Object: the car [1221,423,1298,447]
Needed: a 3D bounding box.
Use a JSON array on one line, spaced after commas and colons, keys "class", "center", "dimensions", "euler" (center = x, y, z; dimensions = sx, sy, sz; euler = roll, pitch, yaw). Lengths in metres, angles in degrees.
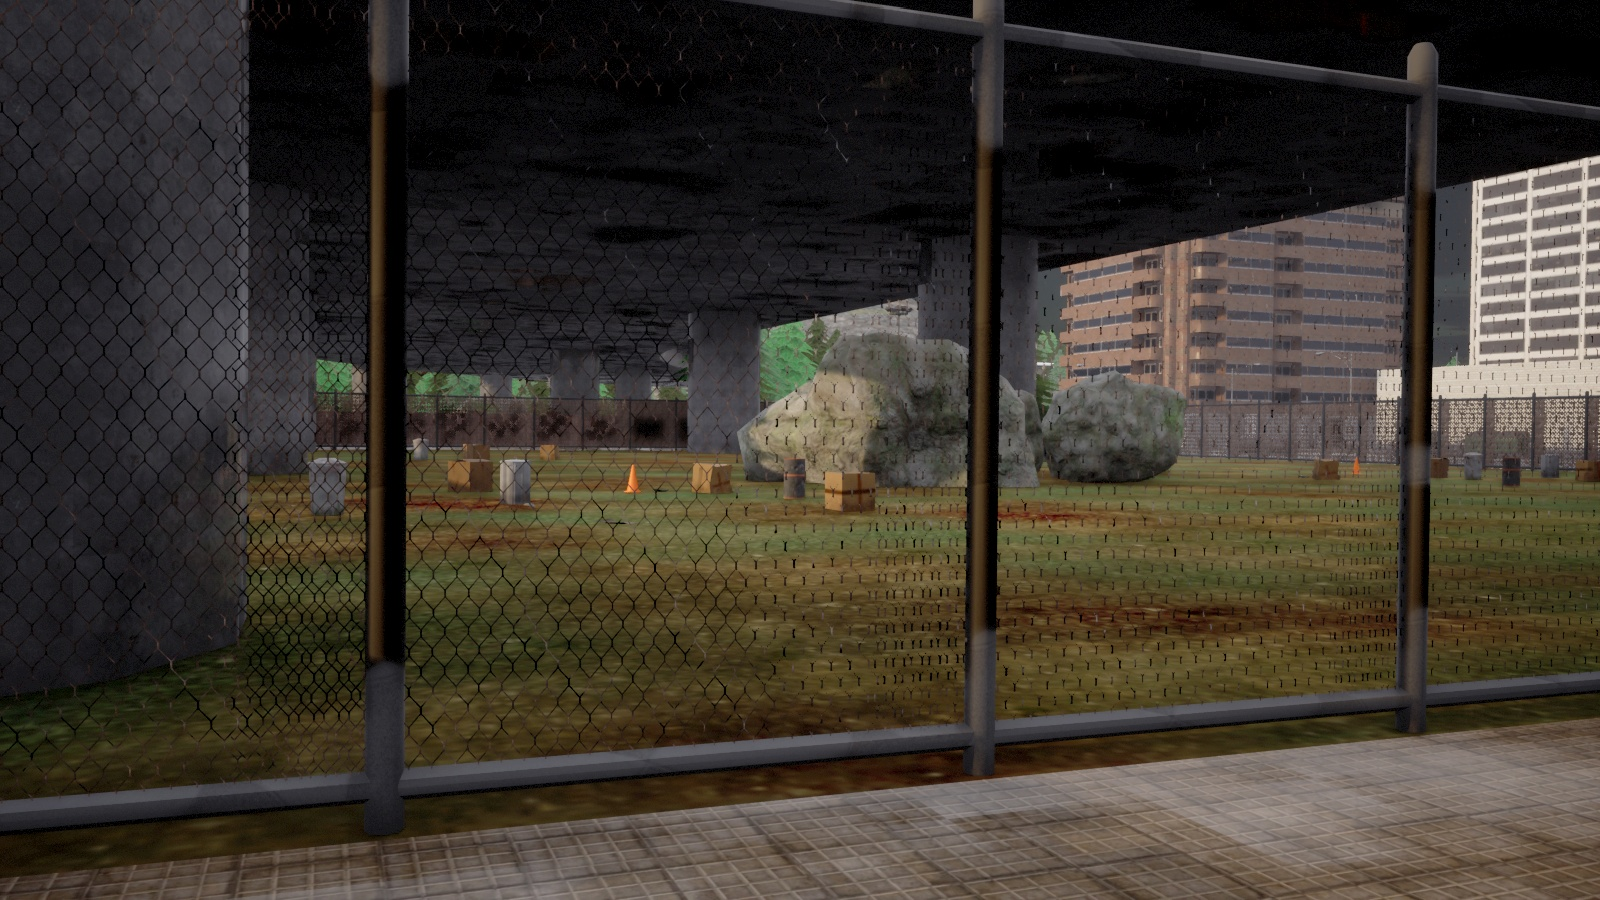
[{"class": "car", "center": [30.588, -0.995, 83.758], "dimensions": [2.128, 1.511, 4.902], "euler": [-1, 1, -21]}]
